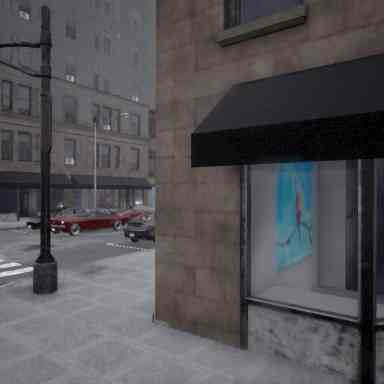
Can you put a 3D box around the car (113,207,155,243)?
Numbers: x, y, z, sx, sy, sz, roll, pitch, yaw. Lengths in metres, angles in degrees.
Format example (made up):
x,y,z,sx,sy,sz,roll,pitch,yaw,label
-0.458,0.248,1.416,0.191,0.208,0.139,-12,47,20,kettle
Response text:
x,y,z,sx,sy,sz,roll,pitch,yaw,label
-1.253,1.573,15.686,2.008,1.369,4.403,0,0,35,car

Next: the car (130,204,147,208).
x,y,z,sx,sy,sz,roll,pitch,yaw,label
-4.503,1.584,24.966,1.802,1.307,4.206,0,0,35,car

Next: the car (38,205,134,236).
x,y,z,sx,sy,sz,roll,pitch,yaw,label
-5.797,1.606,18.767,1.895,1.301,4.718,0,0,35,car

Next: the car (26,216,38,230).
x,y,z,sx,sy,sz,roll,pitch,yaw,label
-7.795,1.564,20.335,1.947,1.339,4.313,0,0,35,car
